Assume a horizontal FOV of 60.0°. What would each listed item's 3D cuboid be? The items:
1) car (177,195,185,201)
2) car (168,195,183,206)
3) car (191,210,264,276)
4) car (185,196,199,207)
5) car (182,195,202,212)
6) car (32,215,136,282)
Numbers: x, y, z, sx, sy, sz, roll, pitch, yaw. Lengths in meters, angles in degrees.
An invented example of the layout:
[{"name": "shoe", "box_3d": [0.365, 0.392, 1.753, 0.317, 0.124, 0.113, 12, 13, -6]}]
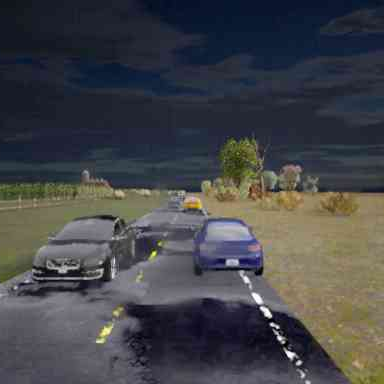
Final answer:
[{"name": "car", "box_3d": [-2.741, 1.399, 84.730, 2.033, 1.411, 5.357, 0, 0, 0]}, {"name": "car", "box_3d": [-2.828, 1.400, 53.013, 1.837, 1.490, 4.892, 0, 0, 0]}, {"name": "car", "box_3d": [0.965, 1.505, 10.206, 1.812, 1.442, 4.674, 0, 0, 0]}, {"name": "car", "box_3d": [0.030, 1.379, 49.216, 1.882, 1.535, 5.008, 0, 0, 1]}, {"name": "car", "box_3d": [0.081, 1.401, 38.507, 1.882, 1.535, 5.008, 0, 0, 0]}, {"name": "car", "box_3d": [-2.849, 1.485, 9.745, 1.837, 1.490, 4.892, 0, 0, 0]}]
